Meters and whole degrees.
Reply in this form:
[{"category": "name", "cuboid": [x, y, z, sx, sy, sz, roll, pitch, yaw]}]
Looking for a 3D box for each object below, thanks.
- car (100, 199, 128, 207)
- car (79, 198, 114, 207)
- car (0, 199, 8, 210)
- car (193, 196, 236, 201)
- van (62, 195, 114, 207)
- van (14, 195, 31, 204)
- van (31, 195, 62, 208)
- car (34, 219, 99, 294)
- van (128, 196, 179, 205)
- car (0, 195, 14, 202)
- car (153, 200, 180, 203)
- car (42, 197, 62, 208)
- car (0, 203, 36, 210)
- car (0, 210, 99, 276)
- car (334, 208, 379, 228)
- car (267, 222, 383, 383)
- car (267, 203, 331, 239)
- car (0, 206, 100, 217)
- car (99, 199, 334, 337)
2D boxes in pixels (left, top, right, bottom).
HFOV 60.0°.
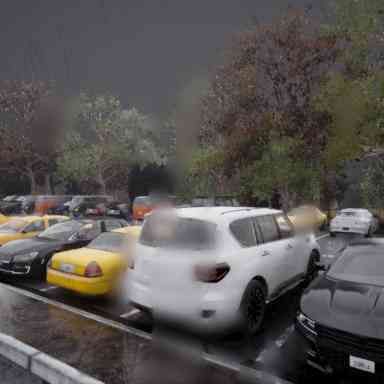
[{"category": "car", "cuboid": [-4.813, 1.546, 27.660, 2.163, 1.488, 4.792, 0, 0, 36]}, {"category": "car", "cuboid": [-6.950, 1.548, 29.209, 2.163, 1.488, 4.792, 0, 0, 36]}, {"category": "car", "cuboid": [-27.254, 1.684, 43.886, 2.002, 1.452, 4.674, 0, 0, 36]}, {"category": "car", "cuboid": [2.018, 1.285, 22.711, 2.435, 2.045, 5.566, 0, 0, 36]}, {"category": "van", "cuboid": [-9.260, 1.302, 30.712, 1.878, 1.987, 4.442, 0, 0, 36]}, {"category": "van", "cuboid": [-16.008, 1.343, 35.590, 1.878, 1.987, 4.442, 0, 0, 36]}, {"category": "van", "cuboid": [-13.628, 1.329, 34.154, 1.878, 1.987, 4.442, 0, 0, 36]}, {"category": "car", "cuboid": [-1.094, 1.559, 9.007, 1.946, 1.575, 5.366, 0, 0, 36]}, {"category": "van", "cuboid": [-2.517, 1.294, 26.105, 1.878, 1.987, 4.442, 0, 0, 36]}, {"category": "car", "cuboid": [-18.199, 1.333, 37.287, 2.435, 2.045, 5.566, 0, 0, 36]}, {"category": "car", "cuboid": [-0.259, 1.556, 24.290, 2.163, 1.488, 4.792, 0, 0, 36]}, {"category": "car", "cuboid": [-11.449, 1.539, 32.438, 2.097, 1.535, 5.008, 0, 0, 36]}, {"category": "car", "cuboid": [-10.402, 1.524, 15.293, 1.946, 1.575, 5.366, 0, 0, 36]}, {"category": "car", "cuboid": [-3.447, 1.554, 10.491, 2.231, 1.521, 4.892, 0, 0, 36]}, {"category": "car", "cuboid": [8.728, 1.604, 17.811, 2.002, 1.452, 4.674, 0, 0, 36]}, {"category": "car", "cuboid": [3.297, 1.580, 5.604, 2.097, 1.535, 5.008, 0, 0, 36]}, {"category": "car", "cuboid": [6.378, 1.552, 19.288, 1.946, 1.575, 5.366, 0, 0, 36]}, {"category": "car", "cuboid": [-5.807, 1.540, 11.964, 1.946, 1.575, 5.366, 0, 0, 36]}, {"category": "car", "cuboid": [1.063, 1.320, 7.251, 2.435, 2.045, 5.566, 0, 0, 36]}]
